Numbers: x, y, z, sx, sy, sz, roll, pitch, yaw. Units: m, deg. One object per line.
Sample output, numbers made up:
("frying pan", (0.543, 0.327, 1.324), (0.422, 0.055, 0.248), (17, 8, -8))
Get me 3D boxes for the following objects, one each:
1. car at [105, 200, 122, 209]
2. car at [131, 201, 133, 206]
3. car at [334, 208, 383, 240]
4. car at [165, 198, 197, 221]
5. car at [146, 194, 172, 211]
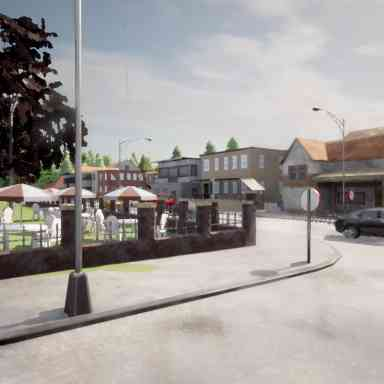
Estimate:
("car", (-9.783, 1.478, 41.322), (1.882, 1.535, 5.008), (0, 0, -35))
("car", (-10.442, 1.564, 49.451), (1.994, 1.385, 4.181), (0, 0, -35))
("car", (9.091, 1.506, 15.213), (1.837, 1.490, 4.892), (0, 0, -40))
("car", (-0.100, 1.525, 27.706), (1.812, 1.442, 4.674), (0, 0, -35))
("car", (-4.428, 1.221, 41.005), (2.150, 2.045, 5.566), (0, 0, -35))
